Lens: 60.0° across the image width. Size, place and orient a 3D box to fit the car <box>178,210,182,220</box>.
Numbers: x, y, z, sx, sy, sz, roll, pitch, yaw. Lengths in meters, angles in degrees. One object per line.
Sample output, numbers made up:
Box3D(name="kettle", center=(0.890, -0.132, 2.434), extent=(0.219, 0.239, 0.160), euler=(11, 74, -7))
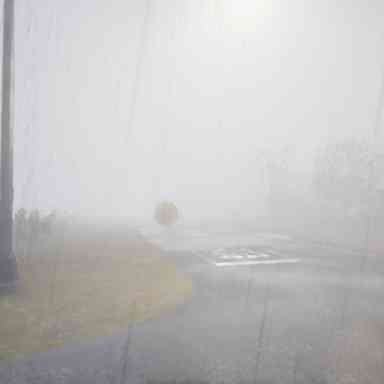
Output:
Box3D(name="car", center=(-2.746, 3.494, 50.763), extent=(1.837, 1.490, 4.892), euler=(0, -2, -13))
